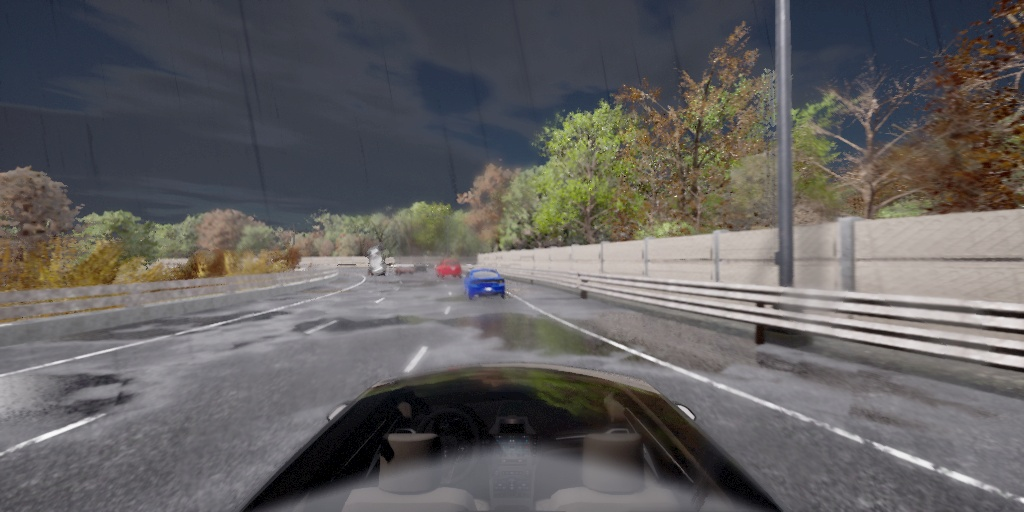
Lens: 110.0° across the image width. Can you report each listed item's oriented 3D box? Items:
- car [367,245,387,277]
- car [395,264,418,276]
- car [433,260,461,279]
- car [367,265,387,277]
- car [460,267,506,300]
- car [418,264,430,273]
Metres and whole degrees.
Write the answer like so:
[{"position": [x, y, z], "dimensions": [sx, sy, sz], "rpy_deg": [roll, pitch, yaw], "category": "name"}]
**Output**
[{"position": [-17.280, 0.655, 46.446], "dimensions": [2.128, 4.902, 1.511], "rpy_deg": [-25, -39, -2], "category": "car"}, {"position": [-14.850, 2.011, 49.442], "dimensions": [1.895, 1.301, 4.718], "rpy_deg": [0, -1, -28], "category": "car"}, {"position": [-6.984, 1.483, 39.678], "dimensions": [2.150, 2.045, 5.566], "rpy_deg": [0, -1, -19], "category": "car"}, {"position": [-18.190, 2.002, 48.234], "dimensions": [1.994, 1.385, 4.181], "rpy_deg": [1, 1, -28], "category": "car"}, {"position": [-1.595, 1.436, 19.689], "dimensions": [1.882, 1.535, 5.008], "rpy_deg": [-2, 1, -11], "category": "car"}, {"position": [-15.634, 2.033, 60.447], "dimensions": [1.882, 1.535, 5.008], "rpy_deg": [0, -1, -22], "category": "car"}]
